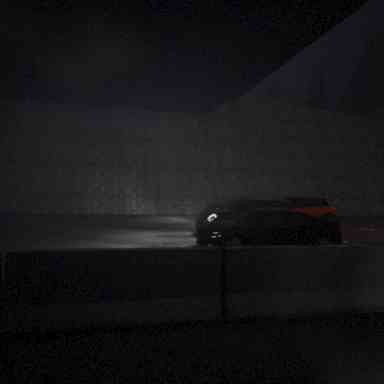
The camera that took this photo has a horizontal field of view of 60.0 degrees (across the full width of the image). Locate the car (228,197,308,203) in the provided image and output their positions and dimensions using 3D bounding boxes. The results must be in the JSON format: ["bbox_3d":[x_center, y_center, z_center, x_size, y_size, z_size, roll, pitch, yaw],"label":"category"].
[{"bbox_3d":[2.487,1.085,15.039,4.553,1.767,2.097,1,1,-13],"label":"car"}]

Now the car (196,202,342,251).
[{"bbox_3d":[2.645,1.290,11.490,5.008,1.535,1.882,1,1,-13],"label":"car"}]

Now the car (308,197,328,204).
[{"bbox_3d":[6.003,1.080,19.438,4.553,1.767,2.097,1,1,-13],"label":"car"}]

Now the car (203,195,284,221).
[{"bbox_3d":[3.438,1.079,22.442,5.008,1.535,1.882,1,1,-13],"label":"car"}]
